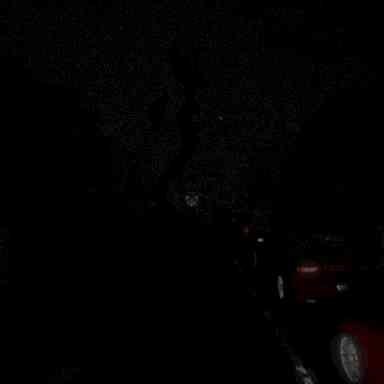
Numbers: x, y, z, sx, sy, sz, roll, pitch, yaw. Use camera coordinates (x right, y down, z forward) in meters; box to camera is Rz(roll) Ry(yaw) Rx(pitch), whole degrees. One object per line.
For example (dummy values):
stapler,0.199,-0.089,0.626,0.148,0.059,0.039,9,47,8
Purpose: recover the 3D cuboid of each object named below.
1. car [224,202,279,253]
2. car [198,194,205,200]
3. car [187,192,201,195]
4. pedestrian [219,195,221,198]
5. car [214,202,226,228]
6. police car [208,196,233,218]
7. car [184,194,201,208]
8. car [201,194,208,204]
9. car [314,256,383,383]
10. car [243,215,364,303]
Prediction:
car,2.610,1.397,13.550,1.967,1.590,4.097,-1,0,0
car,2.552,1.355,90.360,1.887,1.381,4.507,-1,0,0
car,-0.042,1.085,54.598,2.150,2.045,5.566,0,0,0
pedestrian,2.725,1.204,32.205,0.375,1.860,0.375,-1,2,-10
car,2.608,1.492,19.095,2.008,1.369,4.403,-1,0,0
police car,2.727,1.342,29.214,1.930,1.638,5.238,0,0,0
car,-0.008,1.409,44.591,1.812,1.442,4.674,0,0,0
car,2.577,1.409,57.915,2.008,1.369,4.403,-1,0,0
car,2.622,1.573,2.459,1.802,1.307,4.206,-1,0,0
car,2.617,1.518,8.005,1.887,1.381,4.507,-1,0,0
